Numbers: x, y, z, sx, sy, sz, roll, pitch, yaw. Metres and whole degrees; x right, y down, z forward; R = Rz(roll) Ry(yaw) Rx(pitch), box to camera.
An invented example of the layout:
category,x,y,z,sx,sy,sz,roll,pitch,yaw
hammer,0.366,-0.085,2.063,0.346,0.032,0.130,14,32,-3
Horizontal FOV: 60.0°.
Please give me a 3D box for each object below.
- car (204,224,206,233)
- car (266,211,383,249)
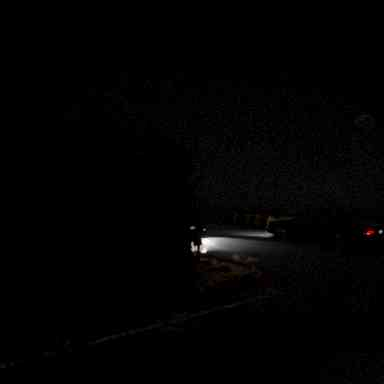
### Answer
category,x,y,z,sx,sy,sz,roll,pitch,yaw
car,-1.094,1.562,17.725,1.994,1.385,4.181,0,0,-35
car,5.781,1.545,14.675,2.033,1.411,5.357,0,0,-32
